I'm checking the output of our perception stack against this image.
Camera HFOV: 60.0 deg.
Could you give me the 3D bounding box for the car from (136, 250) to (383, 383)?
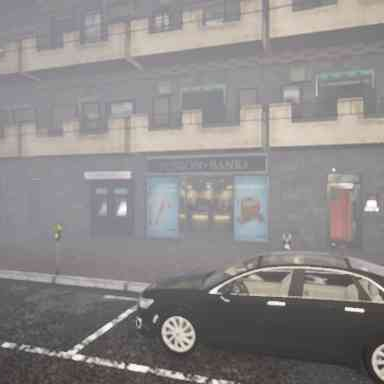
[{"bbox_3d":[1.321,1.553,4.846,4.403,1.369,2.008,0,0,18],"label":"car"}]
